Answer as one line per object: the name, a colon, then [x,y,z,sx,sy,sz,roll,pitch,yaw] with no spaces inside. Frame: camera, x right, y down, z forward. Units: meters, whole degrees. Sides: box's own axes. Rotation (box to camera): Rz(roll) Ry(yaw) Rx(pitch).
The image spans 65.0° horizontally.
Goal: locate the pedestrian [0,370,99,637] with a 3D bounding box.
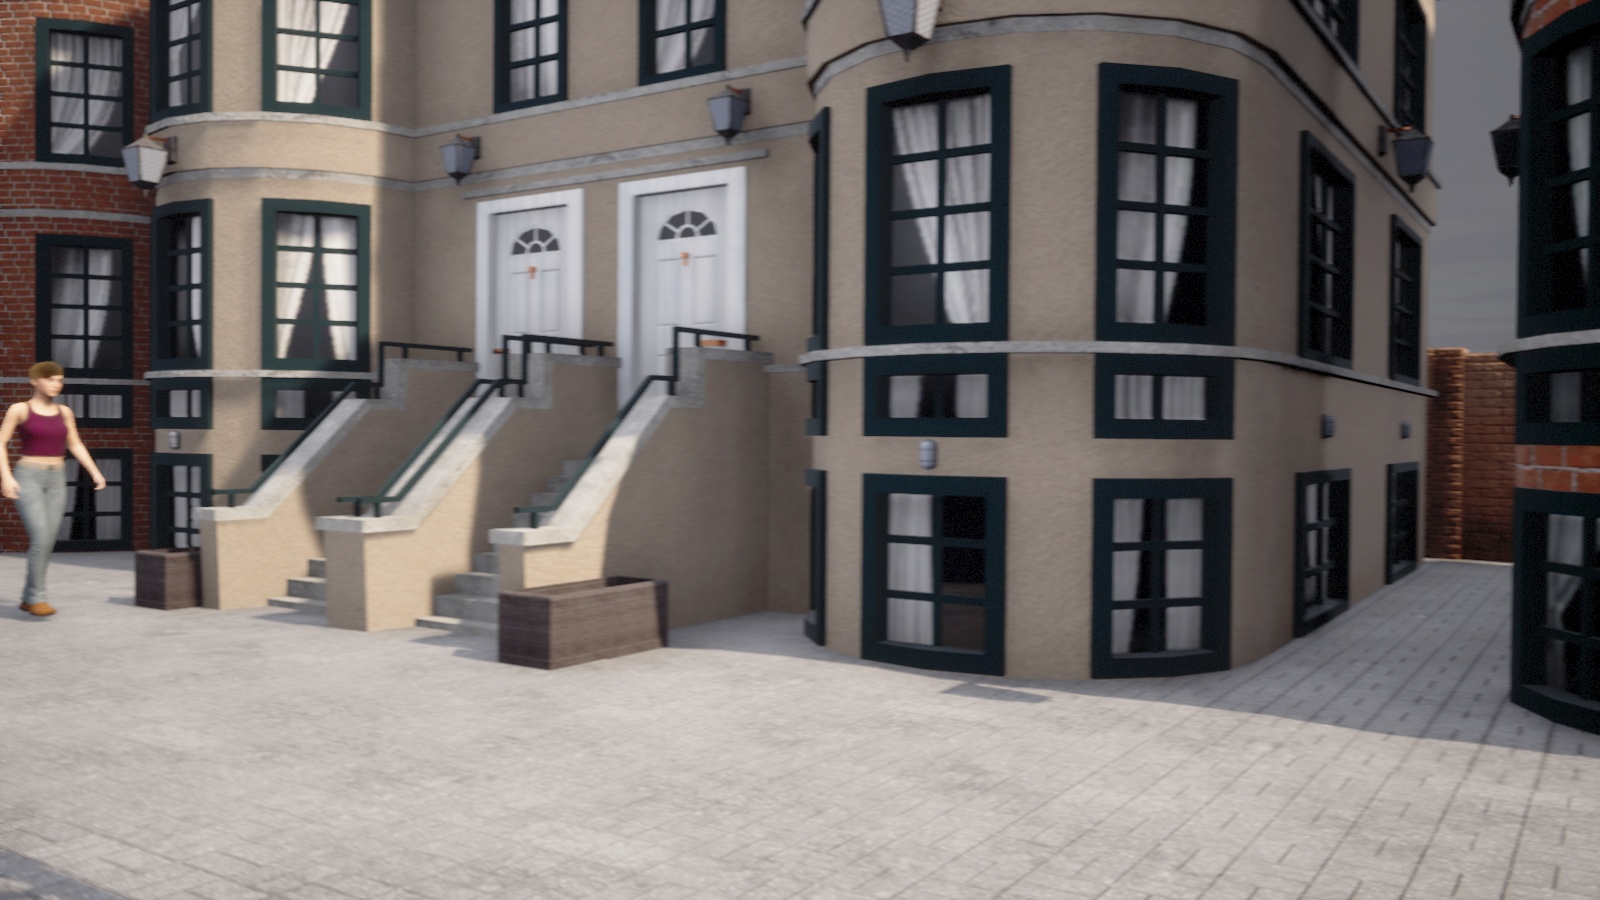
pedestrian: [-5.349,0.368,8.922,0.594,1.836,0.345,0,1,27]
